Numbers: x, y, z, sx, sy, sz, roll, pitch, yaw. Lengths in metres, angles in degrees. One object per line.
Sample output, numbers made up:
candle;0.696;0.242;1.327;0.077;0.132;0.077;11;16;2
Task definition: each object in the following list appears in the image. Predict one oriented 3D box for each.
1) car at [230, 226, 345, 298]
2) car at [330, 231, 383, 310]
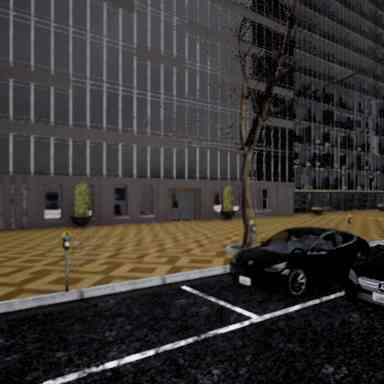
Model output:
car;2.957;1.611;8.664;4.313;1.339;1.947;0;0;-35
car;5.142;1.577;7.035;4.674;1.442;1.812;0;0;-35
